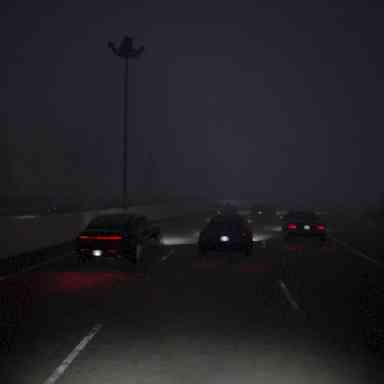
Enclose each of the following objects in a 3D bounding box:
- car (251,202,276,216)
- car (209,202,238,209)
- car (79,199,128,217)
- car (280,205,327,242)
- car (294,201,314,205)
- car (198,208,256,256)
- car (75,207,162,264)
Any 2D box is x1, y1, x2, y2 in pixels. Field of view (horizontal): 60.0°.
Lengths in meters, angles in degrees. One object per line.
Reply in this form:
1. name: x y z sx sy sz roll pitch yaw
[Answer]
1. car: 7.434 1.719 34.166 1.895 1.301 4.718 1 0 23
2. car: 3.272 1.668 33.225 1.895 1.301 4.718 1 0 21
3. car: -8.442 1.471 32.357 2.033 1.411 5.357 1 0 19
4. car: 5.627 1.630 17.156 2.033 1.411 5.357 1 0 13
5. car: 11.974 1.700 35.711 1.812 1.442 4.674 1 0 24
6. car: 1.450 1.593 13.482 1.994 1.385 4.181 1 0 9
7. car: -2.370 1.486 11.824 1.837 1.490 4.892 0 0 8
